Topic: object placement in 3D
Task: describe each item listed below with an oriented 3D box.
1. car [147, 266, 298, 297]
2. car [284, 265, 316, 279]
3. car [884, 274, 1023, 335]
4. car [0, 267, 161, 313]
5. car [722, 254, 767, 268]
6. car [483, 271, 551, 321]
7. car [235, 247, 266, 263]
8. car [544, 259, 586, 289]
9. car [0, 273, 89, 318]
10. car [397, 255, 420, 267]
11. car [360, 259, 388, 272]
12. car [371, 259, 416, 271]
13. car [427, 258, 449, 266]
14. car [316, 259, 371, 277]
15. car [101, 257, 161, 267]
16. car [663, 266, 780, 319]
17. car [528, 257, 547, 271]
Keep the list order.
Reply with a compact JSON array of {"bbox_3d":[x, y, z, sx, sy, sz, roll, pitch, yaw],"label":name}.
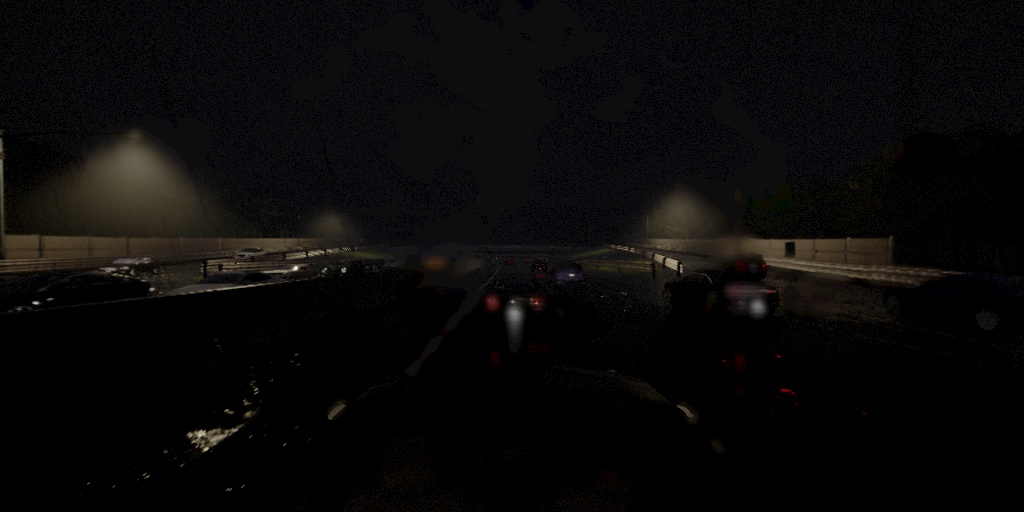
[{"bbox_3d":[-10.619,1.284,13.735,1.812,1.442,4.674,0,0,0],"label":"car"},{"bbox_3d":[-17.681,1.368,28.849,1.895,1.301,4.718,0,0,0],"label":"car"},{"bbox_3d":[13.408,1.264,10.327,1.882,1.535,5.008,1,0,14],"label":"car"},{"bbox_3d":[-14.113,1.248,11.120,2.128,1.511,4.902,0,0,0],"label":"car"},{"bbox_3d":[19.553,0.845,30.334,2.150,2.045,5.566,0,2,17],"label":"car"},{"bbox_3d":[0.084,1.358,12.468,1.895,1.301,4.718,0,0,0],"label":"car"},{"bbox_3d":[-37.380,-0.202,51.442,2.150,2.045,5.566,0,2,-15],"label":"car"},{"bbox_3d":[3.545,1.194,23.452,2.033,1.649,4.856,0,0,0],"label":"car"},{"bbox_3d":[-17.605,1.351,11.744,1.895,1.301,4.718,0,0,0],"label":"car"},{"bbox_3d":[-14.310,0.892,49.269,2.150,2.045,5.566,0,0,0],"label":"car"},{"bbox_3d":[-17.790,1.192,46.447,1.837,1.490,4.892,0,0,0],"label":"car"},{"bbox_3d":[-10.700,1.253,32.595,2.128,1.511,4.902,0,0,0],"label":"car"},{"bbox_3d":[-10.824,1.132,51.234,1.882,1.535,5.008,0,0,0],"label":"car"},{"bbox_3d":[-14.188,1.117,30.488,2.097,1.767,4.553,0,0,0],"label":"car"},{"bbox_3d":[-30.746,0.877,29.011,2.128,1.511,4.902,0,1,-18],"label":"car"},{"bbox_3d":[7.082,1.249,12.766,2.128,1.511,4.902,0,0,0],"label":"car"},{"bbox_3d":[3.393,1.197,45.713,1.837,1.490,4.892,0,0,-1],"label":"car"}]
